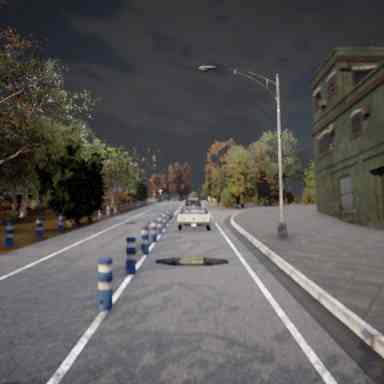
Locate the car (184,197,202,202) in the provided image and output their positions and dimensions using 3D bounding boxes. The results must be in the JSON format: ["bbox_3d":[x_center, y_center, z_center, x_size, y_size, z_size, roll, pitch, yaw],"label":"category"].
[{"bbox_3d":[0.125,1.339,39.327,1.837,1.490,4.892,0,0,0],"label":"car"}]

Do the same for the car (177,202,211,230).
[{"bbox_3d":[0.161,1.513,20.560,1.895,1.301,4.718,0,0,1],"label":"car"}]
